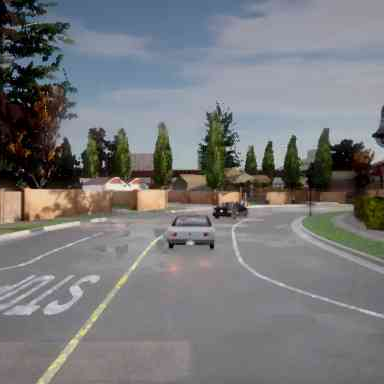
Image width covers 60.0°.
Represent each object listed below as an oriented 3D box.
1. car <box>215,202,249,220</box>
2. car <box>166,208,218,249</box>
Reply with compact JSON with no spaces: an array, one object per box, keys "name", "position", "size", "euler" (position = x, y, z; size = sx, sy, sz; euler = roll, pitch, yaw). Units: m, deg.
[{"name":"car","position":[3.362,1.559,28.429],"size":[2.033,1.411,5.357],"euler":[0,0,24]},{"name":"car","position":[0.042,1.617,14.599],"size":[1.895,1.301,4.718],"euler":[0,0,3]}]
